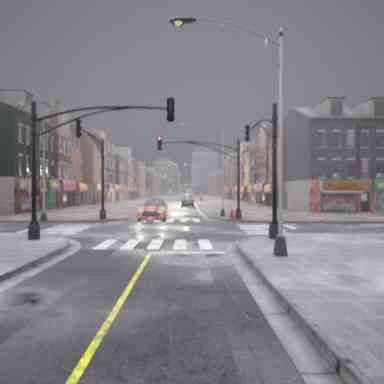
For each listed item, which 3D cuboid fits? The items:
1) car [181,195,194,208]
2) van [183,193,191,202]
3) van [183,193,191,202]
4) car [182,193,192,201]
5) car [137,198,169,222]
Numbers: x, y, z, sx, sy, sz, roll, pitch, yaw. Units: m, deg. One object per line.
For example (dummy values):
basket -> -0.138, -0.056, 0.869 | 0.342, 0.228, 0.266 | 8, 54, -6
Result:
car -> -0.609, 1.457, 46.261 | 1.947, 1.339, 4.313 | 0, 0, -1
van -> -0.987, 1.186, 68.680 | 1.690, 1.788, 3.998 | 0, 0, -1
van -> -1.081, 1.177, 74.284 | 1.690, 1.788, 3.998 | 0, 0, -1
car -> -1.176, 1.143, 79.889 | 2.192, 1.841, 5.009 | 0, 0, -1
car -> -2.927, 1.285, 25.695 | 2.097, 1.767, 4.553 | 0, 0, 0
